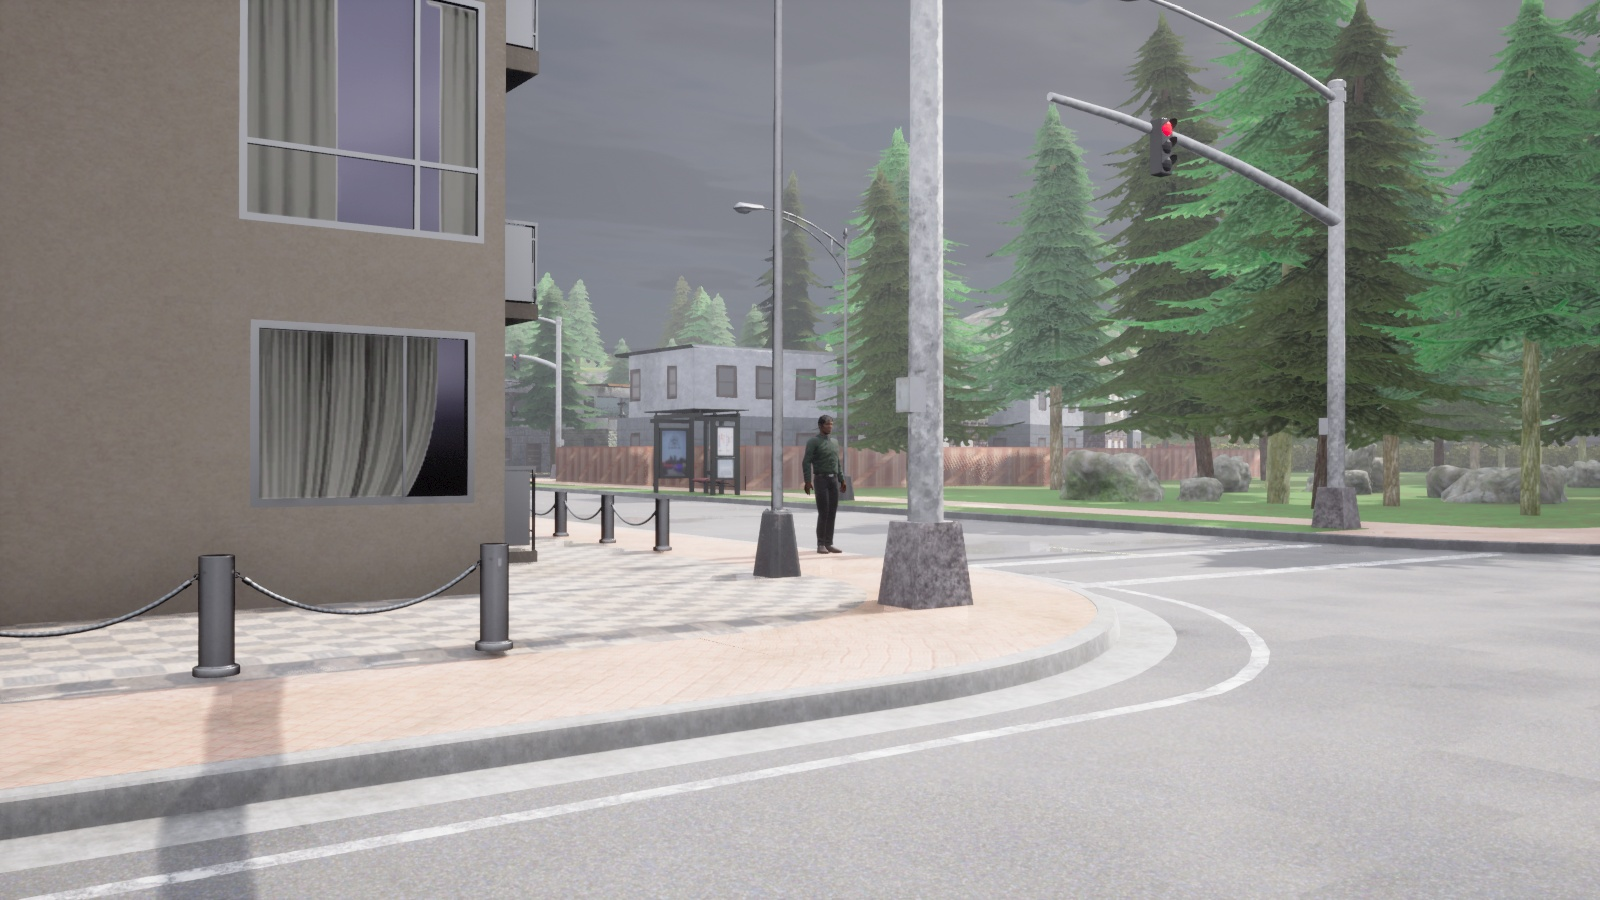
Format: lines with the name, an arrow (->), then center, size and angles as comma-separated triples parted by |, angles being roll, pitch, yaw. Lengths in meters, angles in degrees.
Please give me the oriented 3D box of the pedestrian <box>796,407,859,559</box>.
pedestrian -> 0.359, 0.430, 16.557 | 0.423, 1.949, 0.788 | 0, 0, -37
